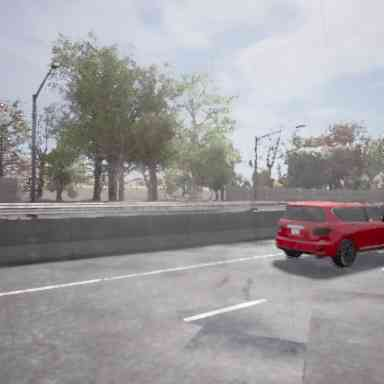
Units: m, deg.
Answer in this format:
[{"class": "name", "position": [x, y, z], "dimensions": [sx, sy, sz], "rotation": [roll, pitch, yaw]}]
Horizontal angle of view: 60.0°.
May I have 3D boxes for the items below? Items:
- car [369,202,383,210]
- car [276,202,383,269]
[{"class": "car", "position": [32.551, 2.378, 57.221], "dimensions": [4.181, 1.385, 1.994], "rotation": [1, -1, -35]}, {"class": "car", "position": [5.458, 1.370, 12.019], "dimensions": [5.566, 2.045, 2.150], "rotation": [1, 0, -35]}]
